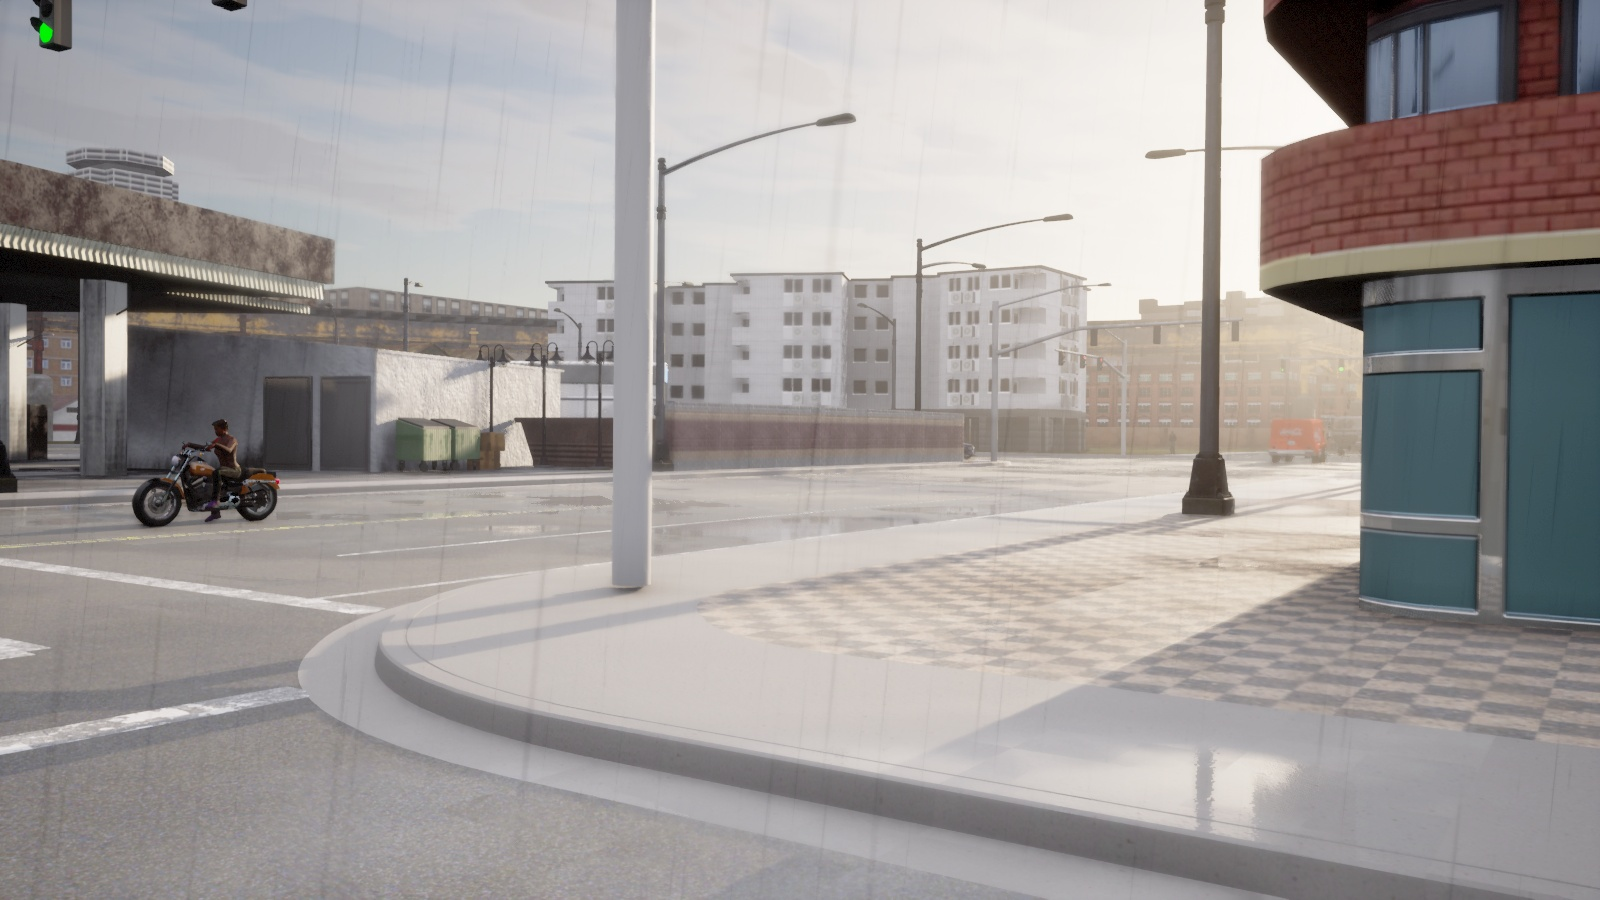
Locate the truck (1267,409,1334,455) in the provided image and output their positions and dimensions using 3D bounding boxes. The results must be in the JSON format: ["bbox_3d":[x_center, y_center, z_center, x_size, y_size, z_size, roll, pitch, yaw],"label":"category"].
[{"bbox_3d":[28.564,-1.027,71.570,2.627,2.467,5.204,0,1,33],"label":"truck"}]

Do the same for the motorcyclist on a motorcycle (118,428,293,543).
[{"bbox_3d":[-9.084,0.500,19.299,0.766,1.649,2.350,0,1,33],"label":"motorcyclist on a motorcycle"}]
